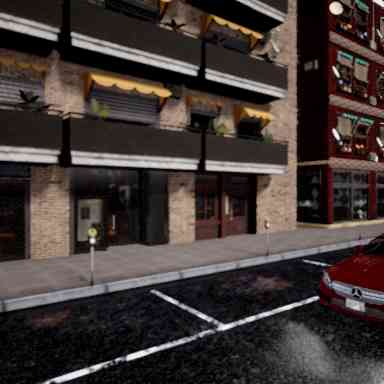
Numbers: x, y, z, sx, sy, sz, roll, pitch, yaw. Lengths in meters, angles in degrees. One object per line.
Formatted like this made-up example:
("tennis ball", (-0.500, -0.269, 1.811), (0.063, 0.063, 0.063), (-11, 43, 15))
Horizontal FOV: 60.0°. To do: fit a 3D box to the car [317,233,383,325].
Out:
("car", (4.447, 1.494, 6.545), (4.674, 1.442, 1.812), (0, 0, -35))
